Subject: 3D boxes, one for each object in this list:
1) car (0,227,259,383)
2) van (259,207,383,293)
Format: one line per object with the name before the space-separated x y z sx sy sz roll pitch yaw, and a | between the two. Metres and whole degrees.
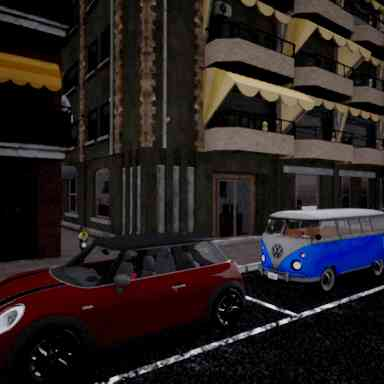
car | -1.134 1.440 5.283 4.097 1.590 1.967 0 0 -35
van | 3.500 1.341 8.584 3.998 1.788 1.690 0 0 -35
